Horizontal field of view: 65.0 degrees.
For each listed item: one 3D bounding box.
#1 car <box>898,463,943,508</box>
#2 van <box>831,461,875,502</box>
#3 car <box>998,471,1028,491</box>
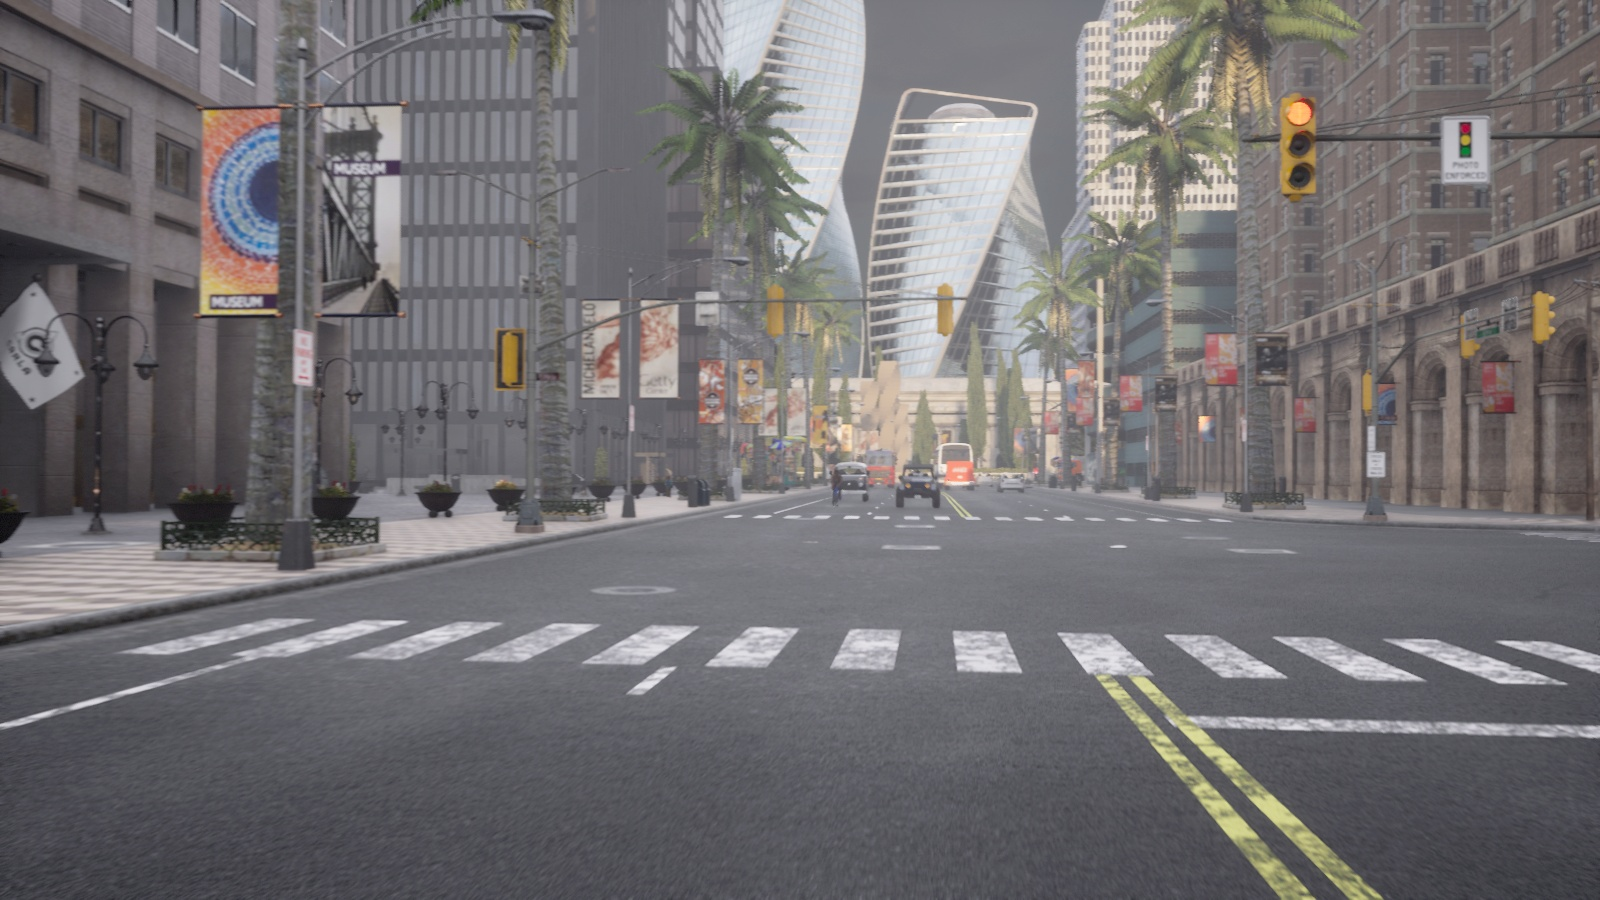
[{"bbox_3d":[5.260,1.514,54.772,1.905,1.878,3.866,0,-1,6],"label":"car"},{"bbox_3d":[2.804,1.631,65.356,2.069,2.038,4.480,0,-1,6],"label":"van"},{"bbox_3d":[16.329,2.349,96.361,1.970,1.475,3.806,0,-1,5],"label":"car"}]
